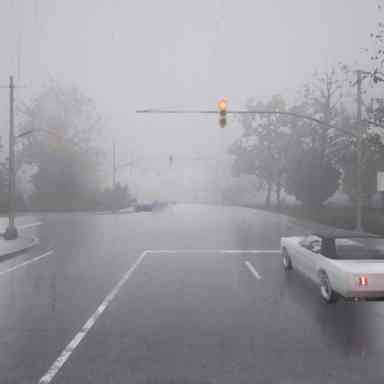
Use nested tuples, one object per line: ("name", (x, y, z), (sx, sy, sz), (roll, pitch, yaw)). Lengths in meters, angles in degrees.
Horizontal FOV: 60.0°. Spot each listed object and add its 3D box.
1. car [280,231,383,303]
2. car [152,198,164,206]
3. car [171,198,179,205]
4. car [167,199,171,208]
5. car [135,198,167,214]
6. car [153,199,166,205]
("car", (3.602, 1.600, 8.129), (1.895, 1.301, 4.718), (0, 0, 0))
("car", (-6.786, 1.986, 66.857), (1.882, 1.535, 5.008), (0, 0, -12))
("car", (-4.942, 2.241, 73.752), (1.895, 1.301, 4.718), (0, -1, -19))
("car", (-4.648, 1.663, 51.674), (1.882, 1.535, 5.008), (0, -1, -6))
("car", (-4.575, 1.494, 36.295), (1.882, 1.535, 5.008), (1, 0, 12))
("car", (-8.196, 2.454, 83.078), (1.895, 1.301, 4.718), (0, -1, -25))
